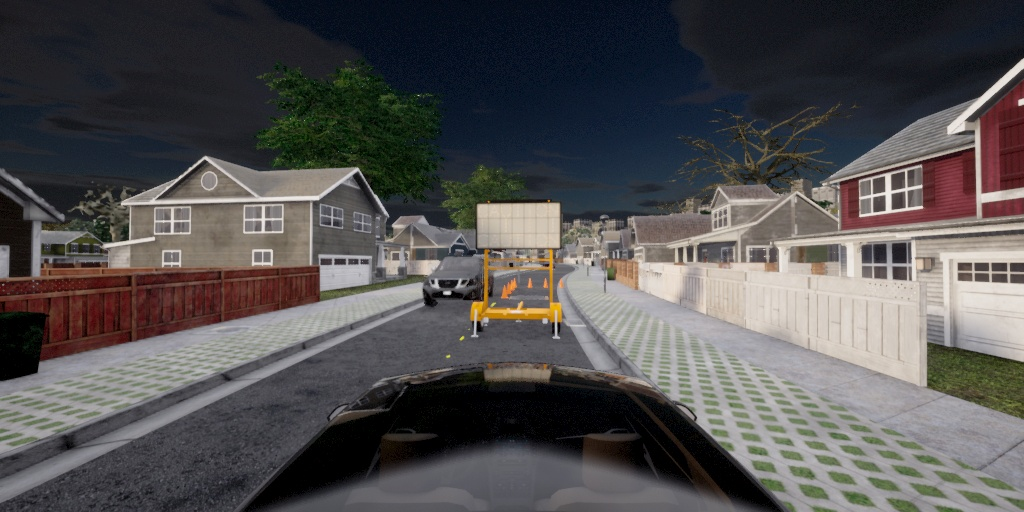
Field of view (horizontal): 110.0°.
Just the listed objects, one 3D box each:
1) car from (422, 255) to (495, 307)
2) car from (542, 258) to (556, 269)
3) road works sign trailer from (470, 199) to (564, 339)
[{"bbox_3d":[-2.104,0.987,15.743,2.150,2.045,5.566,0,0,5],"label":"car"},{"bbox_3d":[6.147,1.223,59.576,2.097,1.767,4.553,0,0,10],"label":"car"},{"bbox_3d":[0.196,0.220,10.165,2.380,3.560,2.880,0,0,5],"label":"road works sign trailer"}]
